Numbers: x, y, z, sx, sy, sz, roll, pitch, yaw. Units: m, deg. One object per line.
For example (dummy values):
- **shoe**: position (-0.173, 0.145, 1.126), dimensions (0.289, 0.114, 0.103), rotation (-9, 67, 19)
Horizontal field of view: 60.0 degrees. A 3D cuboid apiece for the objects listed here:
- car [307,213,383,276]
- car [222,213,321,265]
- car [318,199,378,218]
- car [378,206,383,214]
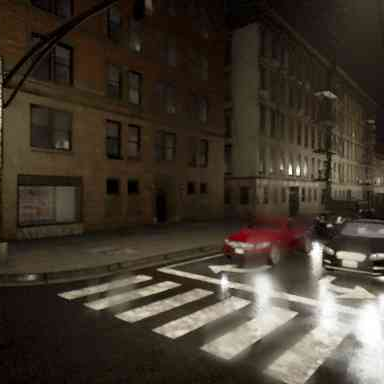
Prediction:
- **car**: position (5.736, 1.667, 10.709), dimensions (2.128, 1.511, 4.902), rotation (0, 0, 40)
- **car**: position (3.017, 1.678, 12.546), dimensions (1.812, 1.442, 4.674), rotation (0, 0, 40)
- **car**: position (9.147, 1.483, 19.912), dimensions (2.150, 2.045, 5.566), rotation (0, 0, 40)
- **car**: position (16.831, 1.945, 29.151), dimensions (2.033, 1.411, 5.357), rotation (0, 0, 40)
